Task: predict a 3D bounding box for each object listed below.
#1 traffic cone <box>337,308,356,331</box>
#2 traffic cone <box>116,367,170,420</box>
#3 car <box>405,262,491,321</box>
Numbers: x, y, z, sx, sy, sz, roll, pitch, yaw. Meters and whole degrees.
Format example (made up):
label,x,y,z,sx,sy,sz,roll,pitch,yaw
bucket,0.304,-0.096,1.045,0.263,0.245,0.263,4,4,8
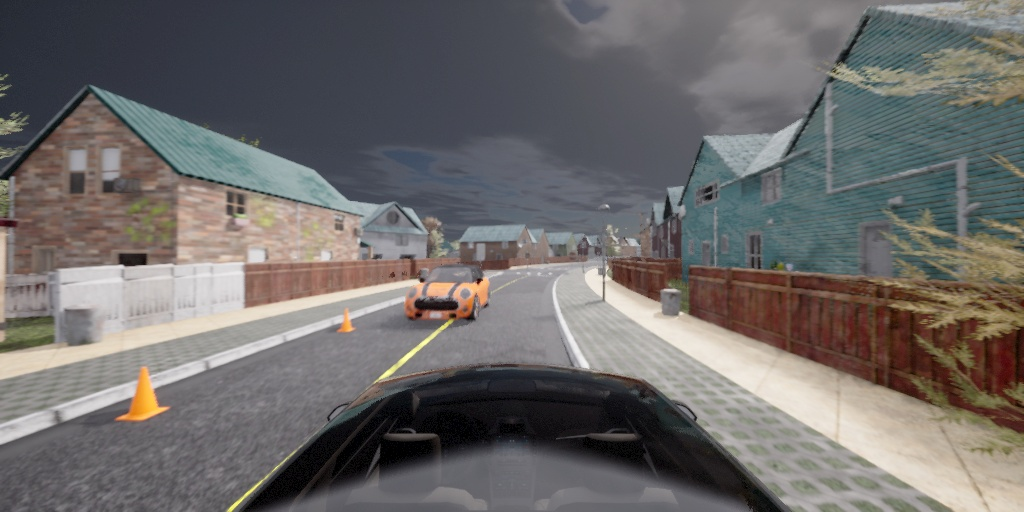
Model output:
label,x,y,z,sx,sy,sz,roll,pitch,yaw
traffic cone,-4.418,1.686,9.570,0.340,0.580,0.340,0,0,3
traffic cone,-4.614,1.687,4.494,0.340,0.580,0.340,0,0,1
car,-2.004,1.088,12.372,2.097,1.767,4.553,0,0,4
